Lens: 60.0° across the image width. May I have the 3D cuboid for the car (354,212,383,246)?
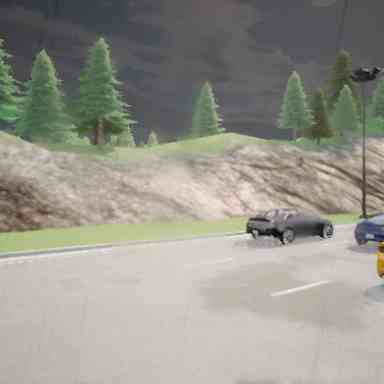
[{"bbox_3d":[8.771,1.558,14.263,4.674,1.442,1.812,0,0,-36],"label":"car"}]

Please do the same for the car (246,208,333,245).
[{"bbox_3d":[4.689,1.518,15.629,4.902,1.511,2.128,0,0,-35],"label":"car"}]

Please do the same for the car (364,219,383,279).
[{"bbox_3d":[6.645,1.500,8.432,5.008,1.535,1.882,0,0,-35],"label":"car"}]
